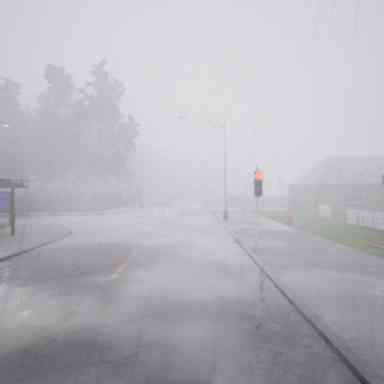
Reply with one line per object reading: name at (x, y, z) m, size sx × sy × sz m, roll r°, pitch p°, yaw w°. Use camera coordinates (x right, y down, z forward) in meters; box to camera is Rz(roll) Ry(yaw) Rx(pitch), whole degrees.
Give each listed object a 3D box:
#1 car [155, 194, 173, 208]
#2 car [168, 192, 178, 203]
car at (-4.085, 1.432, 46.159) m, size 1.812 × 1.442 × 4.674 m, roll 0°, pitch 0°, yaw 0°
car at (-3.998, 1.062, 68.015) m, size 2.150 × 2.045 × 5.566 m, roll 0°, pitch 0°, yaw -1°
